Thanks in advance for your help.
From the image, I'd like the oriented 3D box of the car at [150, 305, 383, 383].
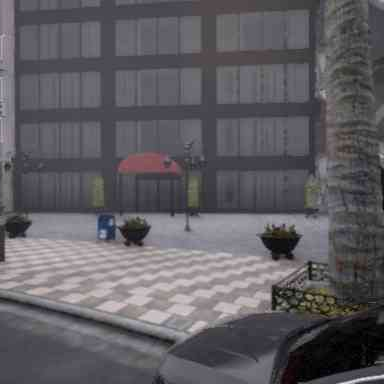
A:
[{"bbox_3d":[1.852,1.495,2.000,4.892,1.490,1.837,0,0,36],"label":"car"}]
